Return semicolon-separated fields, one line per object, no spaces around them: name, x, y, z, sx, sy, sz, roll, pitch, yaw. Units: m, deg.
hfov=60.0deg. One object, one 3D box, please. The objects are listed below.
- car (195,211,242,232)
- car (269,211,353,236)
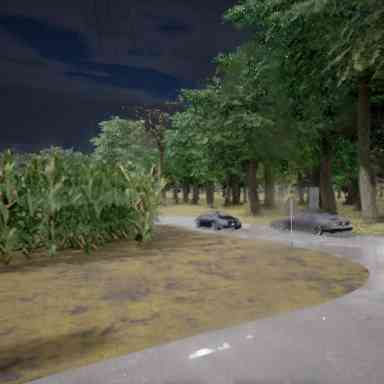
car;1.887;2.122;24.965;1.994;1.385;4.181;-1;-1;-29
car;7.458;1.949;21.362;2.033;1.411;5.357;-1;-1;-32
